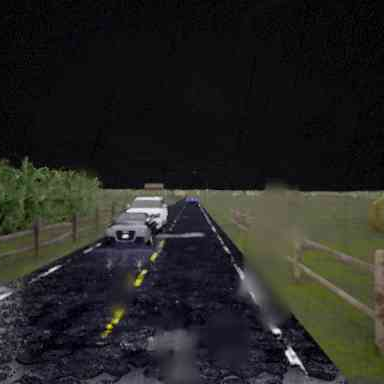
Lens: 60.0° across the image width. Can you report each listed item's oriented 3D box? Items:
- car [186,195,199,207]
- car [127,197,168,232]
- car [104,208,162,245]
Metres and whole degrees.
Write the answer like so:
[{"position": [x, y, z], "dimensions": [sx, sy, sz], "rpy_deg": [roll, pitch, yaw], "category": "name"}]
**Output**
[{"position": [0.048, 1.503, 59.134], "dimensions": [2.150, 2.045, 5.566], "rpy_deg": [0, 0, 0], "category": "car"}, {"position": [-2.736, 1.326, 20.860], "dimensions": [2.150, 2.045, 5.566], "rpy_deg": [0, 0, 0], "category": "car"}, {"position": [-2.742, 1.646, 15.699], "dimensions": [1.994, 1.385, 4.181], "rpy_deg": [0, 0, 0], "category": "car"}]
